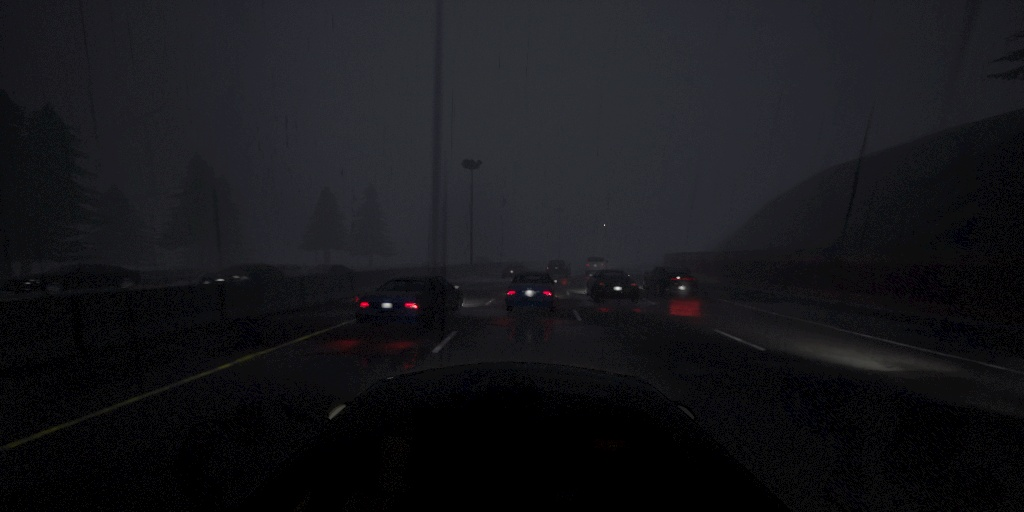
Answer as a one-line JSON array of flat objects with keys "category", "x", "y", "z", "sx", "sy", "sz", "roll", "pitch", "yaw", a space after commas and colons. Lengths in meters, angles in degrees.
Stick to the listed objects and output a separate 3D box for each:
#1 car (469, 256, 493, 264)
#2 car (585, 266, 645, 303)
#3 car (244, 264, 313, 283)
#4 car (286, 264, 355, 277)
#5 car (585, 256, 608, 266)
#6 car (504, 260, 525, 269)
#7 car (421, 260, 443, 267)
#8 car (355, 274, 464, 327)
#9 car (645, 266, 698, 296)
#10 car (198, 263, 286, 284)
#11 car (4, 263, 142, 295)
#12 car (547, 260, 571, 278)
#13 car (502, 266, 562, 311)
[{"category": "car", "x": -4.920, "y": 1.289, "z": 62.049, "sx": 1.837, "sy": 1.490, "sz": 4.892, "roll": 0, "pitch": 0, "yaw": 23}, {"category": "car", "x": 4.690, "y": 1.340, "z": 17.100, "sx": 1.994, "sy": 1.385, "sz": 4.181, "roll": 0, "pitch": 0, "yaw": 7}, {"category": "car", "x": -18.525, "y": 1.314, "z": 28.774, "sx": 1.895, "sy": 1.301, "sz": 4.718, "roll": 0, "pitch": 0, "yaw": 10}, {"category": "car", "x": -12.256, "y": 1.254, "z": 23.841, "sx": 1.812, "sy": 1.442, "sz": 4.674, "roll": 0, "pitch": 0, "yaw": 9}, {"category": "car", "x": 9.285, "y": 1.028, "z": 39.262, "sx": 2.150, "sy": 2.045, "sz": 5.566, "roll": 0, "pitch": 0, "yaw": 17}, {"category": "car", "x": 0.420, "y": 1.338, "z": 33.022, "sx": 1.994, "sy": 1.385, "sz": 4.181, "roll": 0, "pitch": 0, "yaw": 13}, {"category": "car", "x": -13.343, "y": 1.315, "z": 59.938, "sx": 1.994, "sy": 1.385, "sz": 4.181, "roll": 0, "pitch": 0, "yaw": 21}, {"category": "car", "x": -2.949, "y": 1.296, "z": 11.515, "sx": 2.033, "sy": 1.411, "sz": 5.357, "roll": 0, "pitch": 0, "yaw": 5}, {"category": "car", "x": 8.552, "y": 1.294, "z": 19.655, "sx": 1.837, "sy": 1.490, "sz": 4.892, "roll": 0, "pitch": 0, "yaw": 8}, {"category": "car", "x": -16.082, "y": 1.220, "z": 21.665, "sx": 1.837, "sy": 1.490, "sz": 4.892, "roll": 0, "pitch": 0, "yaw": 8}, {"category": "car", "x": -23.410, "y": 1.169, "z": 19.438, "sx": 1.882, "sy": 1.535, "sz": 5.008, "roll": 0, "pitch": 0, "yaw": 7}, {"category": "car", "x": 4.647, "y": 1.141, "z": 35.495, "sx": 2.097, "sy": 1.767, "sz": 4.553, "roll": 0, "pitch": 0, "yaw": 14}, {"category": "car", "x": 0.844, "y": 1.307, "z": 14.618, "sx": 2.033, "sy": 1.411, "sz": 5.357, "roll": 0, "pitch": 0, "yaw": 6}]
